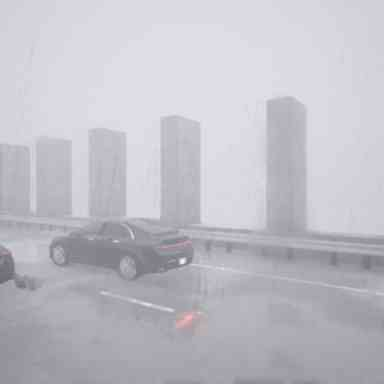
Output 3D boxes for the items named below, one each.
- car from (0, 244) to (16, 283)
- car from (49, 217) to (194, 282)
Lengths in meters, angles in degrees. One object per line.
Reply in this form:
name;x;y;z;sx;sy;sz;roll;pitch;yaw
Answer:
car;-6.312;1.550;8.346;4.181;1.385;1.994;0;0;35
car;-2.228;1.493;9.785;4.892;1.490;1.837;0;0;35
